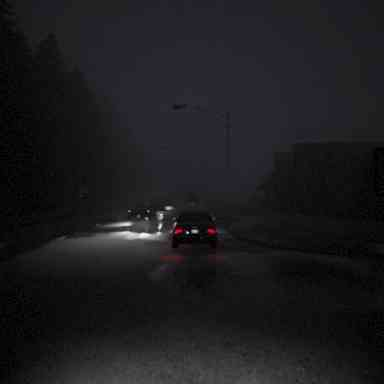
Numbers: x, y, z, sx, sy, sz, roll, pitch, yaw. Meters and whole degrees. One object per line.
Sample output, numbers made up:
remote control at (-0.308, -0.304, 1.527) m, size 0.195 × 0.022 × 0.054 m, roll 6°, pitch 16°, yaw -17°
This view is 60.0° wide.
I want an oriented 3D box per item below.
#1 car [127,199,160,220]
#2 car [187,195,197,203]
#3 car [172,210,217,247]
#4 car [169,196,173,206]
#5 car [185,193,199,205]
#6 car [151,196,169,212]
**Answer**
car at (-4.083, 1.539, 27.719) m, size 1.895 × 1.301 × 4.718 m, roll 0°, pitch 0°, yaw 0°
car at (0.013, 1.364, 64.714) m, size 1.837 × 1.490 × 4.892 m, roll 0°, pitch 0°, yaw 0°
car at (0.104, 1.513, 14.865) m, size 2.033 × 1.411 × 5.357 m, roll 0°, pitch 0°, yaw 0°
car at (-4.026, 1.377, 51.585) m, size 2.128 × 1.511 × 4.902 m, roll 0°, pitch 0°, yaw 1°
car at (0.011, 1.101, 54.323) m, size 2.150 × 2.045 × 5.566 m, roll 0°, pitch 0°, yaw 0°
car at (-4.067, 1.420, 38.136) m, size 1.837 × 1.490 × 4.892 m, roll 0°, pitch 0°, yaw 0°
